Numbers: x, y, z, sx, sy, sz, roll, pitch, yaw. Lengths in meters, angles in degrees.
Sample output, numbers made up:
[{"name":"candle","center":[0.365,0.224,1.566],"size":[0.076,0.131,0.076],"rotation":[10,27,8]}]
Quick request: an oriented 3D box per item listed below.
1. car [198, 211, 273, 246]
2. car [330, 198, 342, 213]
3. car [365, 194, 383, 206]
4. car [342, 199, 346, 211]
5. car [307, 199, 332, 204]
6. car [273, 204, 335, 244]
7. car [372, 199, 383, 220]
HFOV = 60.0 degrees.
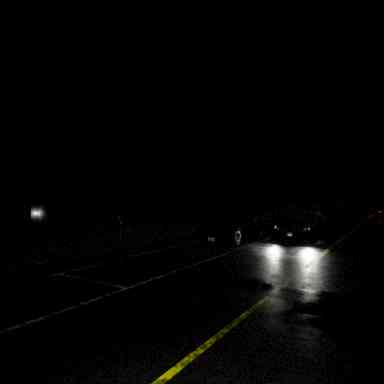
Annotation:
[{"name":"car","center":[1.949,1.566,15.428],"size":[1.947,1.339,4.313],"rotation":[0,0,32]},{"name":"car","center":[13.749,1.566,34.114],"size":[1.947,1.339,4.313],"rotation":[0,0,32]},{"name":"car","center":[28.945,1.485,51.798],"size":[2.128,1.511,4.902],"rotation":[0,0,6]},{"name":"car","center":[16.699,1.441,38.786],"size":[1.967,1.590,4.097],"rotation":[0,0,32]},{"name":"car","center":[10.799,1.582,29.443],"size":[1.802,1.307,4.206],"rotation":[0,0,32]},{"name":"car","center":[5.358,1.526,16.018],"size":[1.812,1.442,4.674],"rotation":[0,0,32]},{"name":"car","center":[16.252,1.548,27.270],"size":[2.033,1.411,5.357],"rotation":[0,0,32]}]
